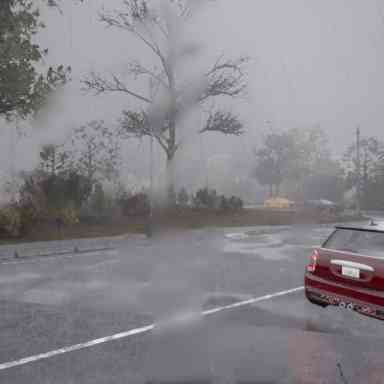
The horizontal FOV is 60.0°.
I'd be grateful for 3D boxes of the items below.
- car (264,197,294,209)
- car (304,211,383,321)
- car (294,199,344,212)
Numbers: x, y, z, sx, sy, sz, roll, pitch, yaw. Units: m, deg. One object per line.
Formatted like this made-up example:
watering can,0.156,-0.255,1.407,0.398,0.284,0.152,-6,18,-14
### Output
car,11.999,1.503,45.545,1.882,1.535,5.008,0,0,-27
car,4.396,1.352,6.747,4.553,1.767,2.097,0,0,-34
car,13.598,1.478,35.174,1.882,1.535,5.008,0,0,-28
